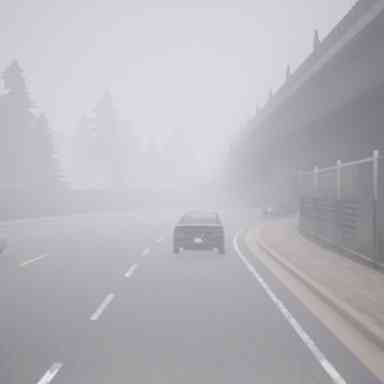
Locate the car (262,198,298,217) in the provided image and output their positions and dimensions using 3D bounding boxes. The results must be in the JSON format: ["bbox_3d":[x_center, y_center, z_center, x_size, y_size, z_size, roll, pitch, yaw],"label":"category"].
[{"bbox_3d":[8.352,1.582,31.389,1.994,1.385,4.181,0,0,44],"label":"car"}]

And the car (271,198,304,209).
[{"bbox_3d":[13.629,1.591,47.432,4.181,1.385,1.994,0,0,-22],"label":"car"}]

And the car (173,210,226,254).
[{"bbox_3d":[0.371,1.486,13.703,1.882,1.535,5.008,0,0,4],"label":"car"}]

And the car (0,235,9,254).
[{"bbox_3d":[-7.012,1.606,8.728,1.895,1.301,4.718,0,0,1],"label":"car"}]

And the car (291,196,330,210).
[{"bbox_3d":[15.905,1.378,44.627,4.553,1.767,2.097,0,0,-20],"label":"car"}]
